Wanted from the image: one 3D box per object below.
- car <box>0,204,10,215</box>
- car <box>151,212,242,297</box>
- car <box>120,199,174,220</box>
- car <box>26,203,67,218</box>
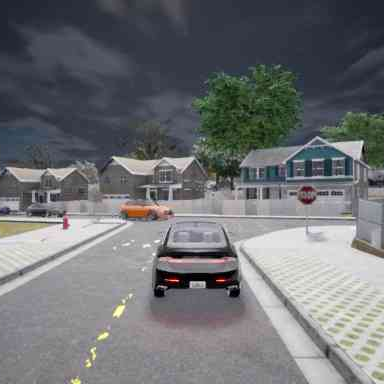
[{"bbox_3d":[-25.811,2.357,43.688,4.674,1.442,1.812,-2,-2,29],"label":"car"},{"bbox_3d":[0.101,1.495,8.544,2.128,1.511,4.902,0,0,0],"label":"car"},{"bbox_3d":[-3.649,1.382,26.849,4.553,1.767,2.097,-2,-2,33],"label":"car"},{"bbox_3d":[-14.889,1.895,33.901,4.892,1.490,1.837,-2,-2,31],"label":"car"}]
